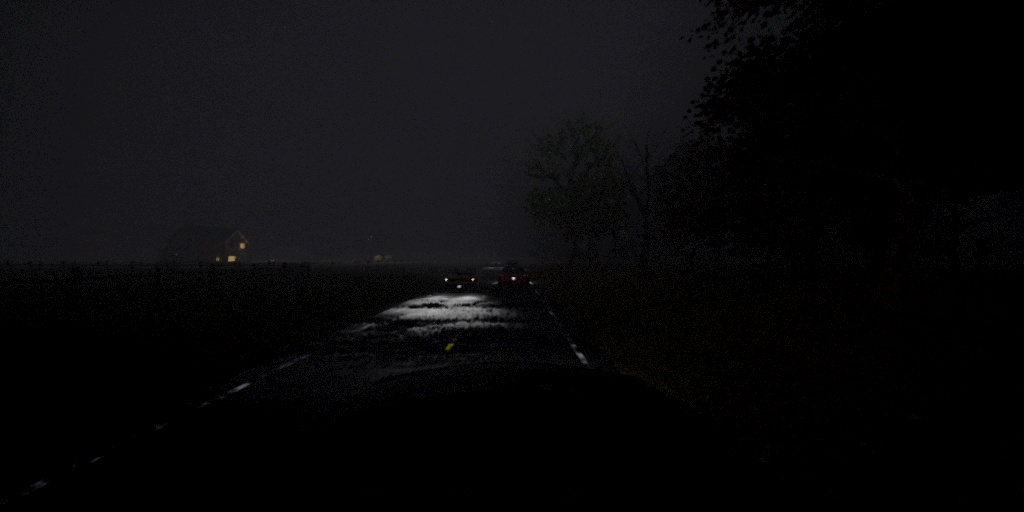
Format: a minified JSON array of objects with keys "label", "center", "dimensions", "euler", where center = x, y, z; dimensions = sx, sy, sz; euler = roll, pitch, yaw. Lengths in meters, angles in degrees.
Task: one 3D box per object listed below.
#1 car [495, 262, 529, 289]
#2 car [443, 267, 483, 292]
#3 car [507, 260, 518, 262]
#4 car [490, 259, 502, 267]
[{"label":"car","center":[0.095,1.314,23.453],"dimensions":[1.994,1.385,4.181],"euler":[0,0,0]},{"label":"car","center":[-2.854,1.351,21.636],"dimensions":[1.895,1.301,4.718],"euler":[0,0,0]},{"label":"car","center":[0.090,1.245,44.370],"dimensions":[1.837,1.490,4.892],"euler":[0,0,0]},{"label":"car","center":[-2.786,1.254,63.658],"dimensions":[1.812,1.442,4.674],"euler":[0,0,1]}]
